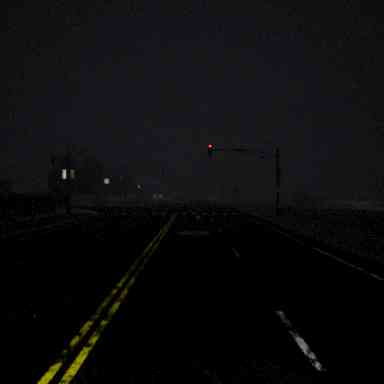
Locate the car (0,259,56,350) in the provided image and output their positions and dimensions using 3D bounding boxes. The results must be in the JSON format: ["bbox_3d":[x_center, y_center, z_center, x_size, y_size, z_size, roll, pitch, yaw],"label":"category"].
[{"bbox_3d":[-3.352,1.545,3.673,2.033,1.411,5.357,0,0,0],"label":"car"}]

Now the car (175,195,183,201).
[{"bbox_3d":[-3.242,1.504,82.423,1.882,1.535,5.008,0,0,0],"label":"car"}]
